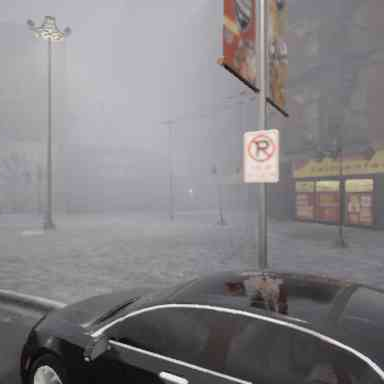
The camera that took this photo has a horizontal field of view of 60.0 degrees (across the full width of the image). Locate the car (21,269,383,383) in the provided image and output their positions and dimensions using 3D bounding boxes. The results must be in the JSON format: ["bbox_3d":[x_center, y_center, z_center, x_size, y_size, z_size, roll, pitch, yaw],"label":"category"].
[{"bbox_3d":[0.395,1.507,3.001,4.892,1.490,1.837,0,0,34],"label":"car"}]
